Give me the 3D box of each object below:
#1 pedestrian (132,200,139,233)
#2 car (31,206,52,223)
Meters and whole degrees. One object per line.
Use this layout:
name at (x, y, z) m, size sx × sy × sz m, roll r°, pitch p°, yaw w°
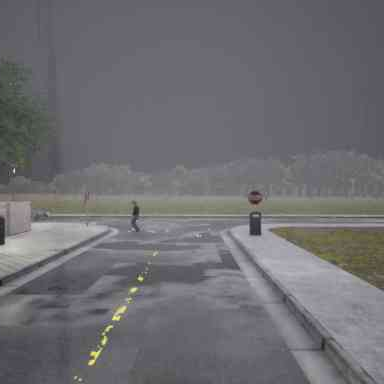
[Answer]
pedestrian at (-3.036, 1.294, 17.946) m, size 0.375 × 1.860 × 0.375 m, roll 0°, pitch 0°, yaw 0°
car at (-12.841, 1.475, 24.242) m, size 4.902 × 1.511 × 2.128 m, roll 0°, pitch 0°, yaw 0°
